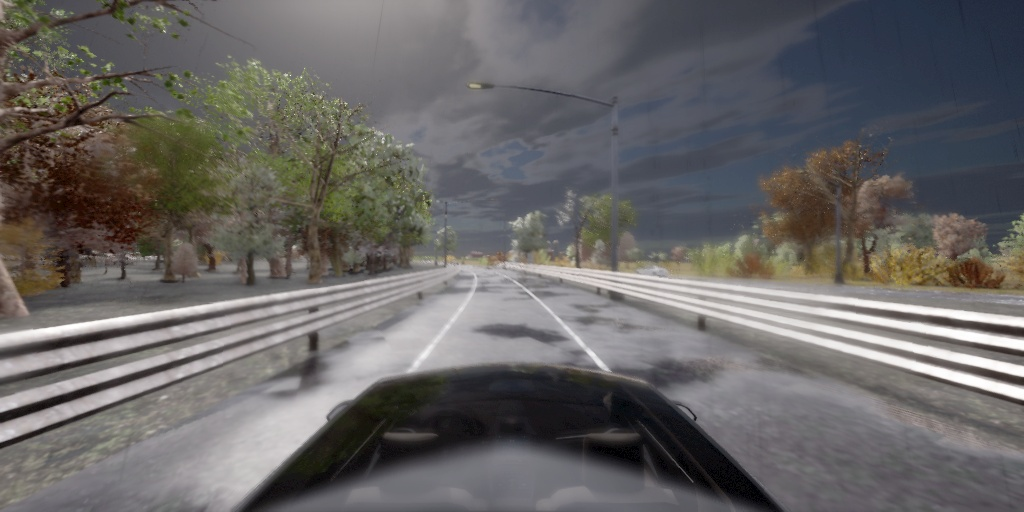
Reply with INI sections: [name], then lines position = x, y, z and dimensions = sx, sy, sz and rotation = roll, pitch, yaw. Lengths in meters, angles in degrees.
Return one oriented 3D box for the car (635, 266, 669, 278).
[car]
position = 18.116, 2.014, 46.453
dimensions = 1.812, 1.442, 4.674
rotation = 0, 0, -26
